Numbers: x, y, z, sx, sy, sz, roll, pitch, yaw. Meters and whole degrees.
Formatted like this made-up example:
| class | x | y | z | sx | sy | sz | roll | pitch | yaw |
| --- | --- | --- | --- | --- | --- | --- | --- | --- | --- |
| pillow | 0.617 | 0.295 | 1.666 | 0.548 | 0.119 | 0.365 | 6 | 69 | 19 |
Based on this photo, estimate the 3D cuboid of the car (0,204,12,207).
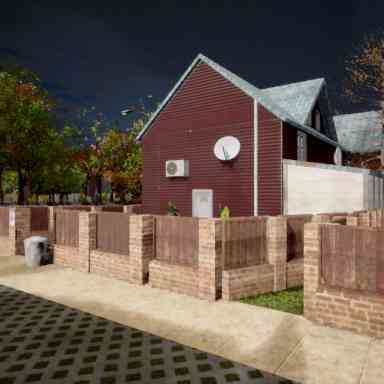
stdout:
| class | x | y | z | sx | sy | sz | roll | pitch | yaw |
| --- | --- | --- | --- | --- | --- | --- | --- | --- | --- |
| car | -14.886 | 1.598 | 24.946 | 2.033 | 1.411 | 5.357 | 0 | 0 | 35 |

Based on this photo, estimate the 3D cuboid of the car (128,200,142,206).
| class | x | y | z | sx | sy | sz | roll | pitch | yaw |
| --- | --- | --- | --- | --- | --- | --- | --- | --- | --- |
| car | -5.523 | 1.630 | 38.158 | 1.812 | 1.442 | 4.674 | 0 | 0 | 35 |
